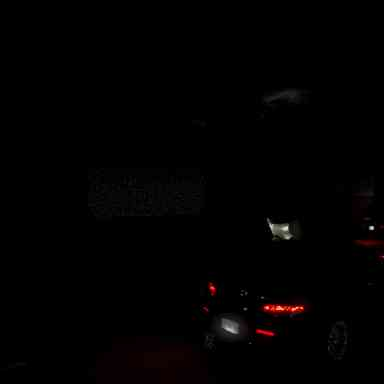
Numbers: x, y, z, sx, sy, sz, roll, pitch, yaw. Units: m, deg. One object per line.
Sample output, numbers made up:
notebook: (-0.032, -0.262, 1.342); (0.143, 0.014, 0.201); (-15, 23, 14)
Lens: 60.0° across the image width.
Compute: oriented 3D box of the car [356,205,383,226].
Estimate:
car: (10.554, 1.506, 18.305); (1.837, 1.490, 4.892); (0, 1, 42)

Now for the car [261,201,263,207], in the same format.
car: (7.024, 1.548, 30.549); (2.033, 1.411, 5.357); (0, 0, 38)

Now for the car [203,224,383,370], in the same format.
car: (2.252, 1.525, 5.703); (4.674, 1.442, 1.812); (0, 0, -40)

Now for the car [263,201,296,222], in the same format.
car: (7.769, 1.477, 25.987); (1.882, 1.535, 5.008); (0, 0, 40)
